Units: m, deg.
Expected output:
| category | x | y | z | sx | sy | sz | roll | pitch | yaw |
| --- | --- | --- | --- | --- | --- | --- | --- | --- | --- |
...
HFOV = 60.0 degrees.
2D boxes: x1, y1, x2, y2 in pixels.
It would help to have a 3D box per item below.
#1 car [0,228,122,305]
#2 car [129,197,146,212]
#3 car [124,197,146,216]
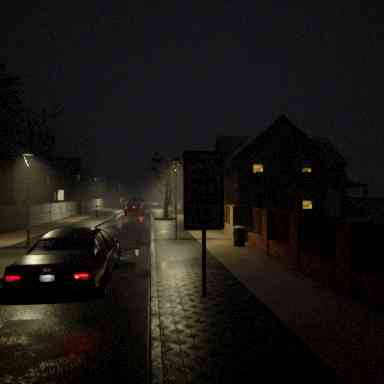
| category | x | y | z | sx | sy | sz | roll | pitch | yaw |
| --- | --- | --- | --- | --- | --- | --- | --- | --- | --- |
| car | -2.923 | 1.628 | 8.496 | 2.033 | 1.411 | 5.357 | 0 | -1 | -7 |
| car | -7.872 | 1.704 | 48.435 | 2.150 | 2.045 | 5.566 | 0 | -1 | -7 |
| car | -6.576 | 1.732 | 38.370 | 2.097 | 1.767 | 4.553 | 0 | -1 | -6 |
